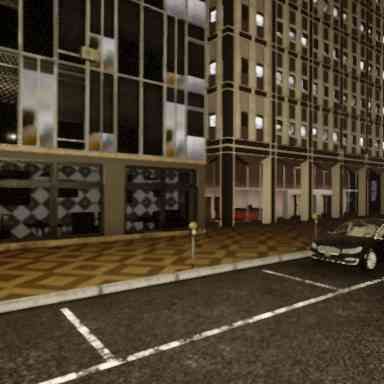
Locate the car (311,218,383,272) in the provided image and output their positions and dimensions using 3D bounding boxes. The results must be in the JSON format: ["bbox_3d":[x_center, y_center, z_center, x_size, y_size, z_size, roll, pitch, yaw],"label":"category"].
[{"bbox_3d":[5.652,1.554,10.757,4.403,1.369,2.008,0,0,-35],"label":"car"}]
